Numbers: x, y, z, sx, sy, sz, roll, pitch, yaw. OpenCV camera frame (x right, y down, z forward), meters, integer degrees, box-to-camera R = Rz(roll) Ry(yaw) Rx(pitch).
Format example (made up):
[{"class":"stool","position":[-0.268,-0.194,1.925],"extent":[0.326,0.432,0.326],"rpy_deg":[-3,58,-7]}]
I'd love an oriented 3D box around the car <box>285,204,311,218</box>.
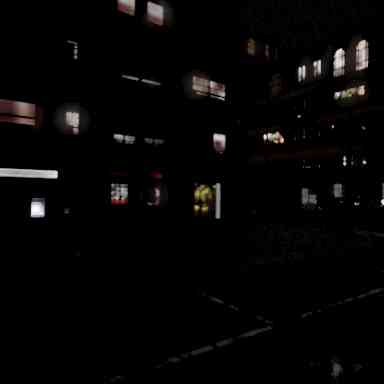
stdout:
[{"class":"car","position":[10.876,1.809,31.497],"extent":[2.008,1.369,4.403],"rpy_deg":[1,-1,-36]}]

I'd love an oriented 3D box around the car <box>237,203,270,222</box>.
[{"class":"car","position":[4.272,1.581,26.743],"extent":[1.967,1.590,4.097],"rpy_deg":[1,-1,-36]}]

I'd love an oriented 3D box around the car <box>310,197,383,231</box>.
[{"class":"car","position":[11.082,1.445,21.933],"extent":[2.150,2.045,5.566],"rpy_deg":[1,1,-36]}]
